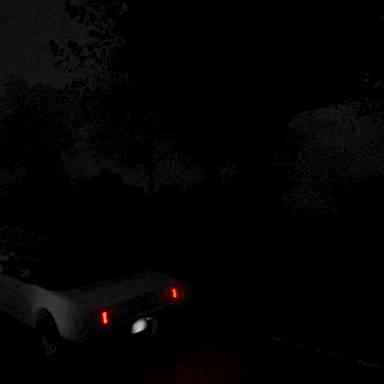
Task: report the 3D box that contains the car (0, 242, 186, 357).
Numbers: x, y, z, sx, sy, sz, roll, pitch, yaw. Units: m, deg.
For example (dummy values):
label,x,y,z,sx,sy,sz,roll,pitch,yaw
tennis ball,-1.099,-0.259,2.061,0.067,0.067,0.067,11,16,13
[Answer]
label,x,y,z,sx,sy,sz,roll,pitch,yaw
car,-2.468,1.606,6.082,4.718,1.301,1.895,0,0,39
